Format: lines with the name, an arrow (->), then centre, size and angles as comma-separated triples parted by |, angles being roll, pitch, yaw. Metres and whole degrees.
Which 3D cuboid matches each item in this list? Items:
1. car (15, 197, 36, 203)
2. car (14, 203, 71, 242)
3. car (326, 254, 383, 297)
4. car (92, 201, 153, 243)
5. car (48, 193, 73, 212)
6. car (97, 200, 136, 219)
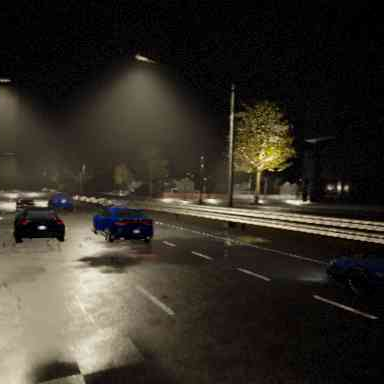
car -> -18.341, 1.272, 36.624 | 2.128, 1.511, 4.902 | 2, -1, -28
car -> -7.075, 1.416, 15.395 | 1.994, 1.385, 4.181 | 2, -1, -28
car -> 5.450, 1.792, 6.703 | 2.033, 1.411, 5.357 | 2, 0, -28
car -> -3.460, 1.464, 16.049 | 1.882, 1.535, 5.008 | 2, 0, -28
car -> -14.870, 1.123, 37.568 | 2.150, 2.045, 5.566 | 2, -1, -28
car -> -6.864, 1.528, 29.924 | 2.128, 1.511, 4.902 | 2, -1, -28
